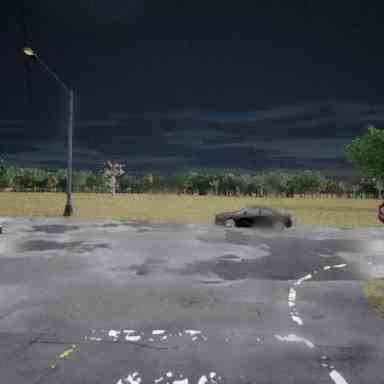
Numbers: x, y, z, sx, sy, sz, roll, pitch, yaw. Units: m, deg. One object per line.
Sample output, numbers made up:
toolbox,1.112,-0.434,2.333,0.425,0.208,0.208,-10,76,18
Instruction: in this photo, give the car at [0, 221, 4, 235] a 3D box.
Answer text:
car,-11.176,1.398,14.994,4.902,1.511,2.128,1,1,0

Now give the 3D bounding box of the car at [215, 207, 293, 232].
car,4.042,1.693,21.893,5.008,1.535,1.882,2,1,0
